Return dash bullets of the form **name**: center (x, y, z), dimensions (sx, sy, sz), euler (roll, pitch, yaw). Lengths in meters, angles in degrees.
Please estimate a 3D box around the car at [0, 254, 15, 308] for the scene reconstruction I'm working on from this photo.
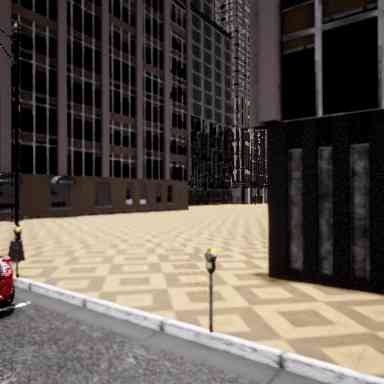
- **car**: center (-5.421, 1.479, 6.740), dimensions (4.097, 1.590, 1.967), euler (0, 0, 35)
